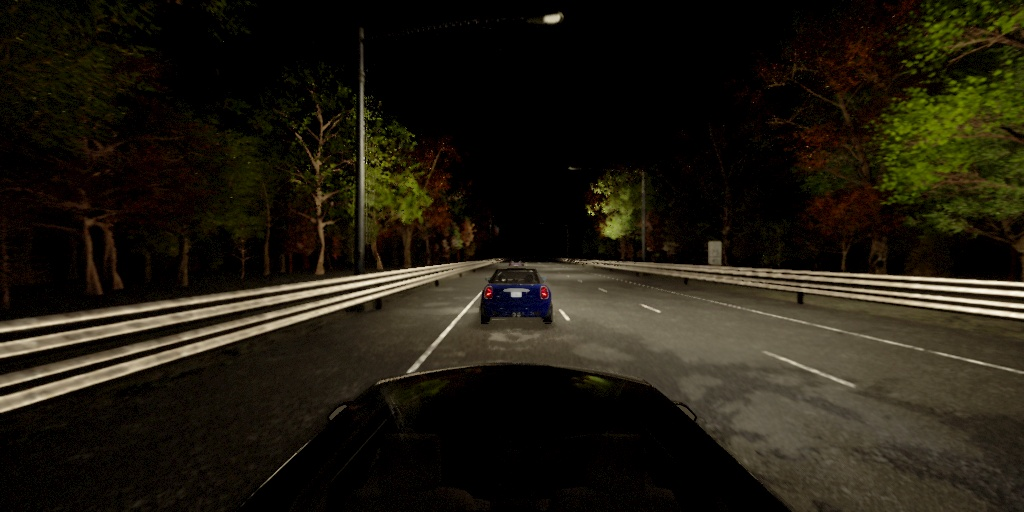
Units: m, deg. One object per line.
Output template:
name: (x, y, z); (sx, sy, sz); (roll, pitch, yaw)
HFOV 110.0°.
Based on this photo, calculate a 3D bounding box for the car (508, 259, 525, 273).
car: (0.541, 1.175, 44.699); (2.033, 1.649, 4.856); (0, 0, 1)

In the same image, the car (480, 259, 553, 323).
car: (0.134, 1.101, 12.191); (2.097, 1.767, 4.553); (0, 0, 0)
